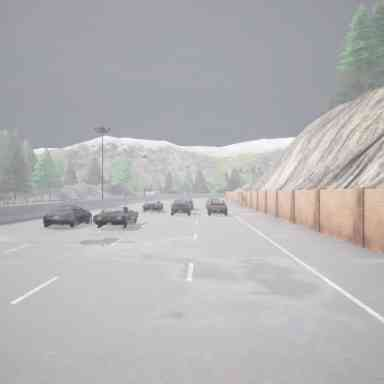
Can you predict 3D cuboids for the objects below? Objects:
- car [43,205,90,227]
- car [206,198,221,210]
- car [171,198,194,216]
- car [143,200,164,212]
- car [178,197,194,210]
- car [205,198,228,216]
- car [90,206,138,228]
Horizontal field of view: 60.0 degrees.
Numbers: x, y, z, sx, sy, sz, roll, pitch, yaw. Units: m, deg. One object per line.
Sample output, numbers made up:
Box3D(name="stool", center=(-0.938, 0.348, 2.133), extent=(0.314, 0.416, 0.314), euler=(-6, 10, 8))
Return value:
Box3D(name="car", center=(-8.331, 1.563, 22.587), extent=(1.994, 1.385, 4.181), euler=(0, 0, 2))
Box3D(name="car", center=(2.740, 1.526, 43.241), extent=(1.812, 1.442, 4.674), euler=(0, 0, 2))
Box3D(name="car", center=(-1.041, 1.505, 33.039), extent=(1.837, 1.490, 4.892), euler=(0, 0, 1))
Box3D(name="car", center=(-4.391, 1.601, 38.470), extent=(1.895, 1.301, 4.718), euler=(0, 0, 2))
Box3D(name="car", center=(-0.754, 1.478, 43.480), extent=(1.882, 1.535, 5.008), euler=(0, 0, 2))
Box3D(name="car", center=(2.454, 1.491, 32.798), extent=(2.128, 1.511, 4.902), euler=(0, 0, 1))
Box3D(name="car", center=(-4.846, 1.601, 22.004), extent=(1.895, 1.301, 4.718), euler=(0, 0, 2))
